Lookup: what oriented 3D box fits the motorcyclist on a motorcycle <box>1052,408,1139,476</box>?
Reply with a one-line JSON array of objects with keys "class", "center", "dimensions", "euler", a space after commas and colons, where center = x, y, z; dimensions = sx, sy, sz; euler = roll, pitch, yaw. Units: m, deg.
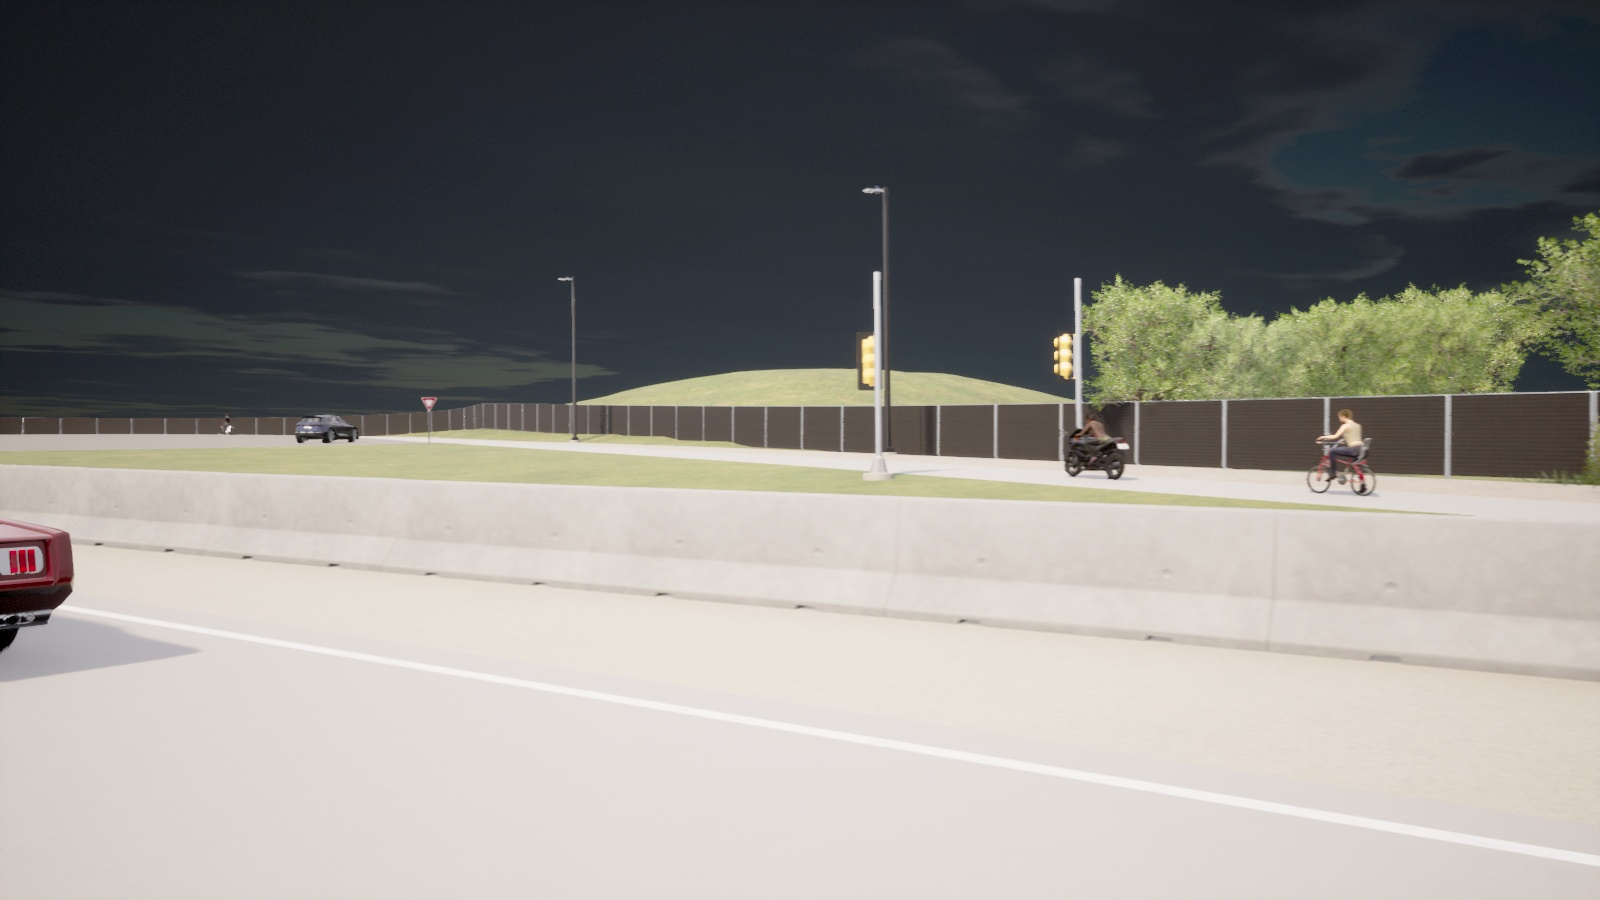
[{"class": "motorcyclist on a motorcycle", "center": [6.859, -0.210, 29.246], "dimensions": [0.797, 1.523, 2.044], "euler": [-2, 2, -29]}]

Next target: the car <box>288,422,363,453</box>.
[{"class": "car", "center": [-26.900, -0.732, 71.442], "dimensions": [2.033, 1.649, 4.856], "euler": [-1, 1, 5]}]

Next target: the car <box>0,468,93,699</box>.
[{"class": "car", "center": [-6.788, 0.783, 8.136], "dimensions": [4.718, 1.301, 1.895], "euler": [0, 1, 34]}]

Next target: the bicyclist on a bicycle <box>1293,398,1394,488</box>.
[{"class": "bicyclist on a bicycle", "center": [10.130, -0.141, 23.457], "dimensions": [0.866, 1.612, 1.509], "euler": [-2, 2, -29]}]
